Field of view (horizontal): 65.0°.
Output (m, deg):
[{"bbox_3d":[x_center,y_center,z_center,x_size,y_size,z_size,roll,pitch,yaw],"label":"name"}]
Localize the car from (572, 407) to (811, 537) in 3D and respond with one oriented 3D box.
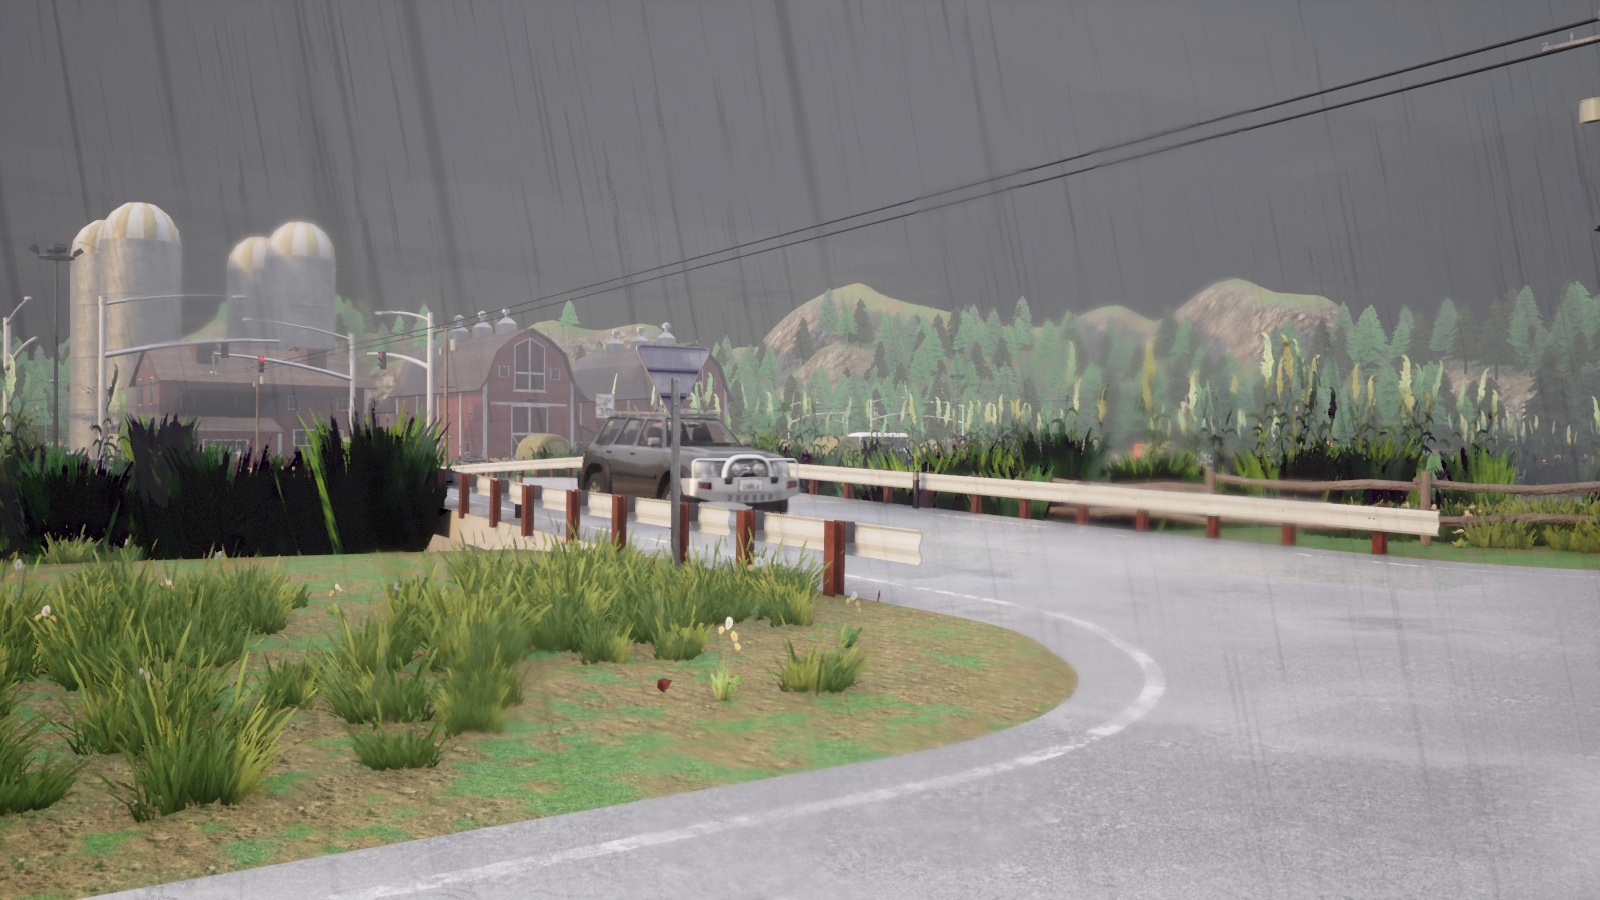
[{"bbox_3d":[-1.909,0.260,20.567,1.932,1.855,4.605,0,2,-33],"label":"car"}]
